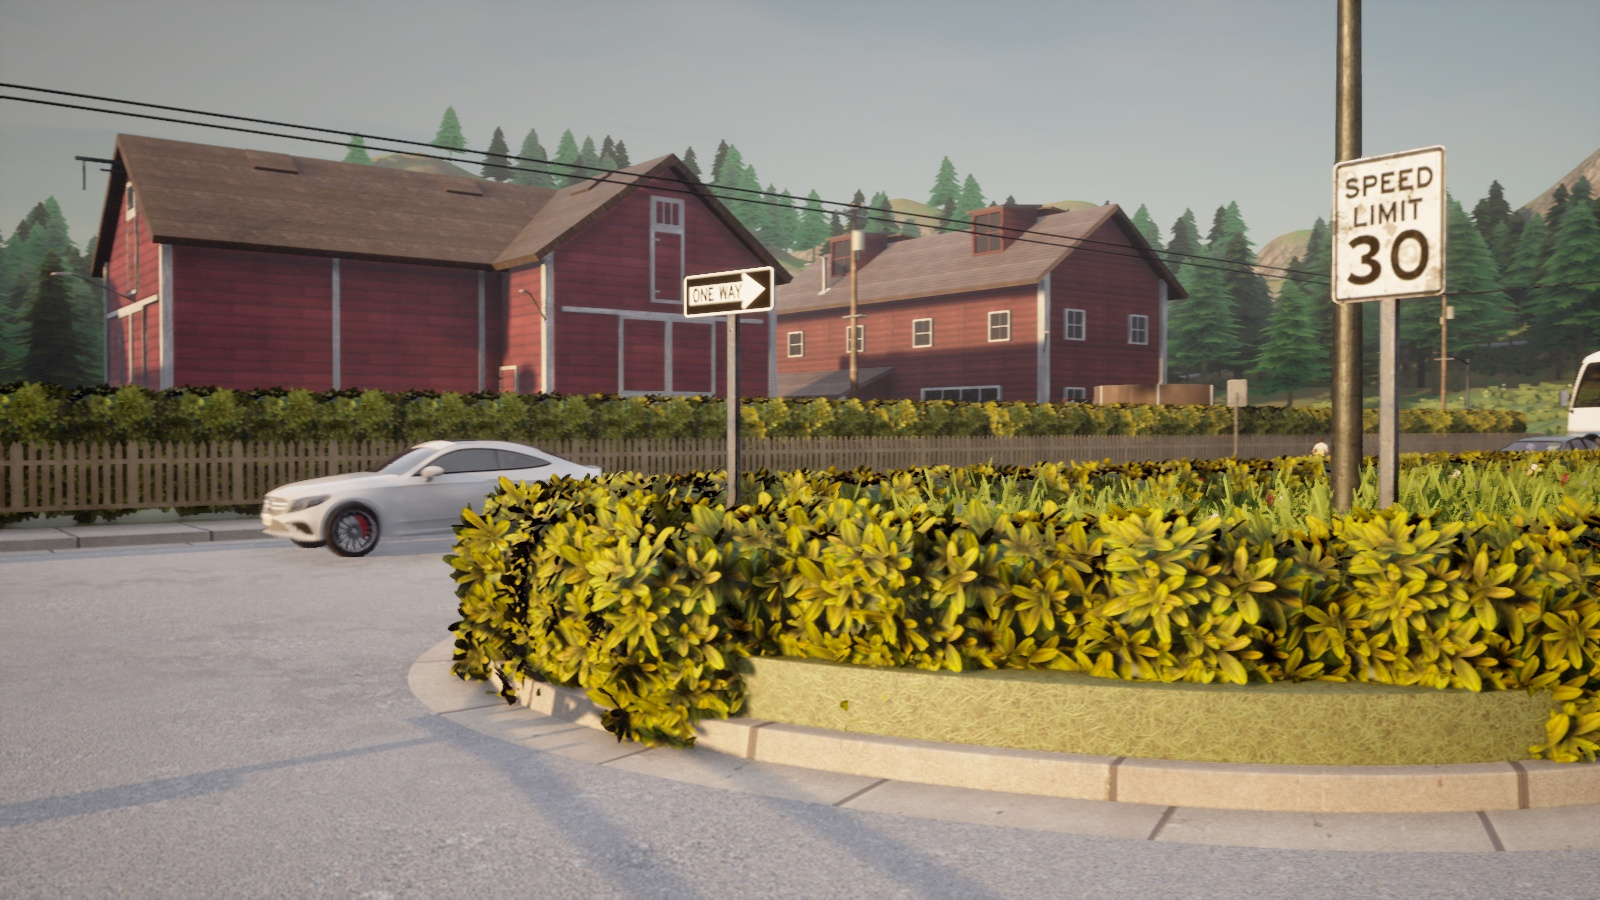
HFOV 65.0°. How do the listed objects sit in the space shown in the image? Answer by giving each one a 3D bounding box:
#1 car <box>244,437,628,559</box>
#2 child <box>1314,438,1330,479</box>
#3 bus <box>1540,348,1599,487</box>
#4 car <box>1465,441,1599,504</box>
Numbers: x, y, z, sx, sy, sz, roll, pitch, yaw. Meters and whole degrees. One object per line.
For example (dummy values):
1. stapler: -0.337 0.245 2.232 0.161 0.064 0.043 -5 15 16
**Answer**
1. car: -4.847 0.552 17.104 4.674 1.442 1.812 0 1 -38
2. child: 15.929 0.254 38.319 0.437 1.263 0.270 0 1 -38
3. bus: 26.604 -0.962 36.349 3.944 4.253 10.273 0 1 -3
4. car: 18.740 0.499 31.003 5.357 1.411 2.033 0 1 -37
